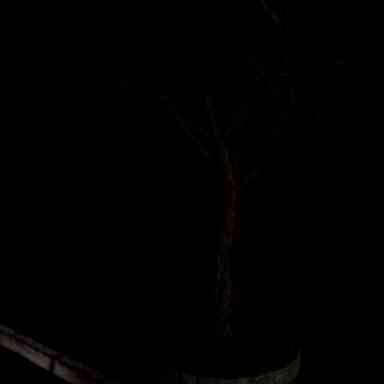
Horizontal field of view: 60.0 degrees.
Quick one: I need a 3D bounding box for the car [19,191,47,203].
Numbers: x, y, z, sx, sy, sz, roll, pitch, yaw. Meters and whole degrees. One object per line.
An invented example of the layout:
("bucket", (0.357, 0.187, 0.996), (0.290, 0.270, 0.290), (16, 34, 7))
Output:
("car", (-19.992, 0.922, 40.830), (2.150, 2.045, 5.566), (1, 0, 32))
